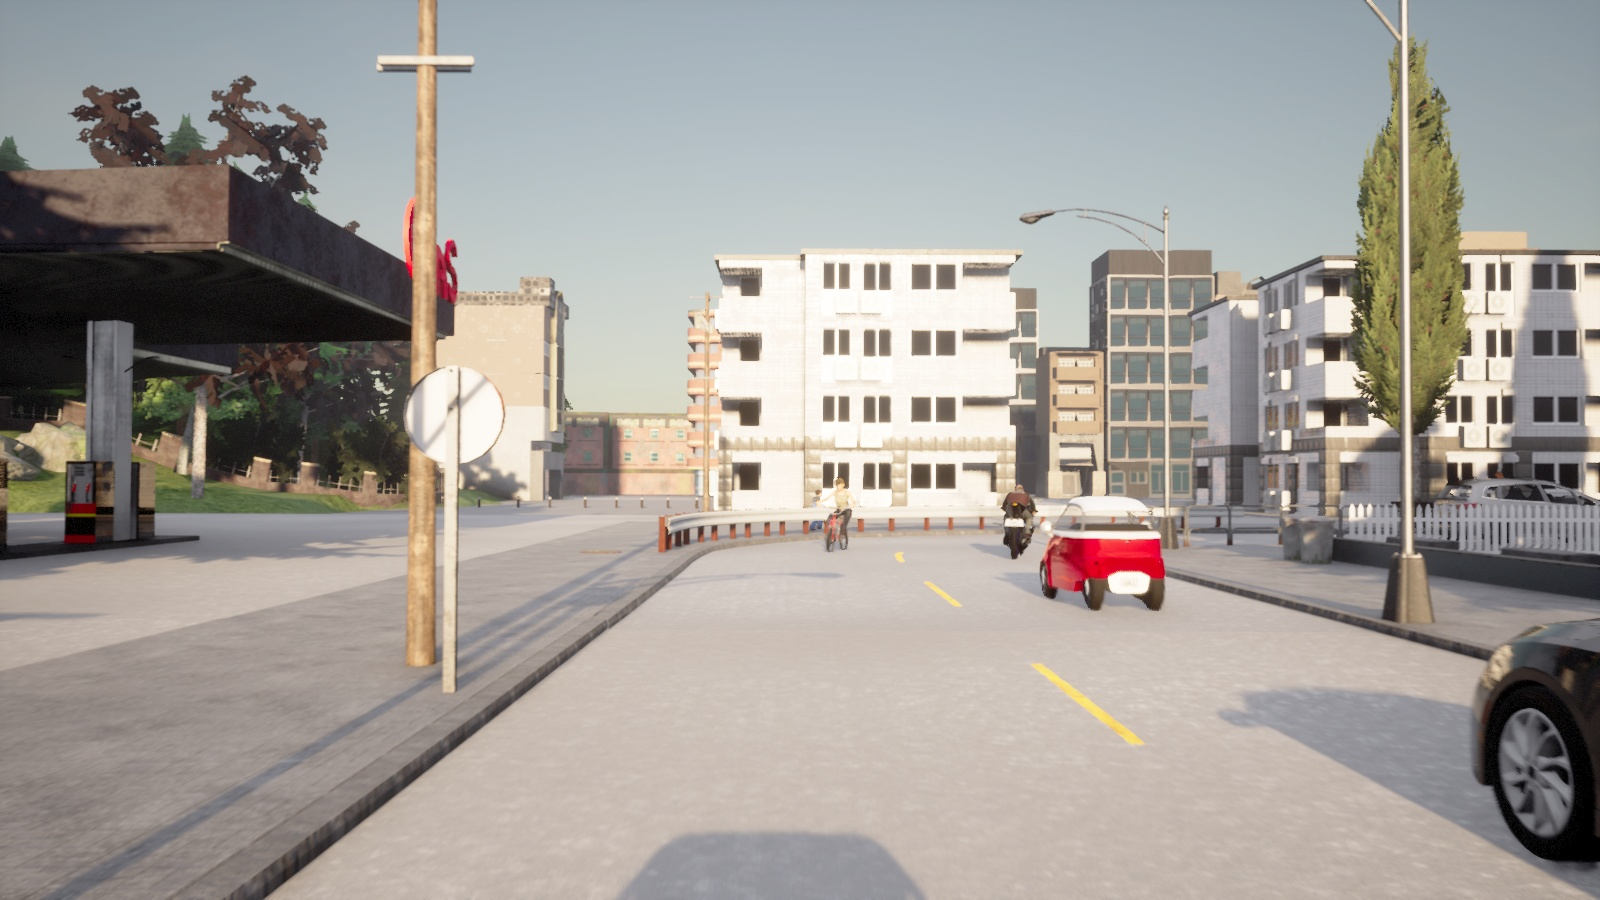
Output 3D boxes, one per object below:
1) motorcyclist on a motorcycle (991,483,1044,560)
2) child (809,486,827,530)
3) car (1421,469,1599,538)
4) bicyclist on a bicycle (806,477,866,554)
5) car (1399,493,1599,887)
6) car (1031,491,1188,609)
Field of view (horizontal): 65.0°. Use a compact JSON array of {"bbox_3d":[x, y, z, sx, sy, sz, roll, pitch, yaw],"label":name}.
[{"bbox_3d":[4.566,1.459,26.225,0.866,1.530,2.191,0,-1,15],"label":"motorcyclist on a motorcycle"},{"bbox_3d":[0.521,1.665,36.328,0.437,1.263,0.270,1,-2,-41],"label":"child"},{"bbox_3d":[18.623,1.339,31.844,4.611,1.667,2.242,0,-1,0],"label":"car"},{"bbox_3d":[0.792,1.403,27.386,0.866,1.612,1.509,1,-1,19],"label":"bicyclist on a bicycle"},{"bbox_3d":[3.989,0.907,3.955,1.837,1.490,4.892,0,-1,0],"label":"car"},{"bbox_3d":[3.958,1.247,16.318,1.481,1.376,2.207,0,-1,0],"label":"car"}]
